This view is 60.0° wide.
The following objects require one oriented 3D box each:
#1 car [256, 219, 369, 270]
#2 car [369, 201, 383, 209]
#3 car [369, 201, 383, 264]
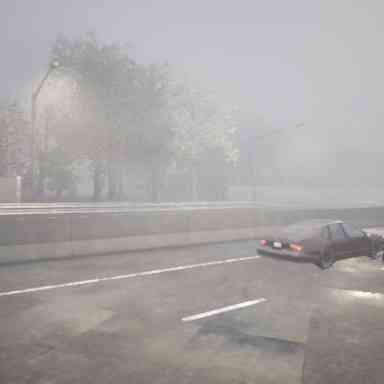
[{"bbox_3d":[4.623,1.651,11.429,5.357,1.411,2.033,1,0,-35],"label":"car"},{"bbox_3d":[32.548,2.204,57.193,4.181,1.385,1.994,1,0,-35],"label":"car"},{"bbox_3d":[7.446,1.337,9.134,5.566,2.045,2.150,0,0,-35],"label":"car"}]
